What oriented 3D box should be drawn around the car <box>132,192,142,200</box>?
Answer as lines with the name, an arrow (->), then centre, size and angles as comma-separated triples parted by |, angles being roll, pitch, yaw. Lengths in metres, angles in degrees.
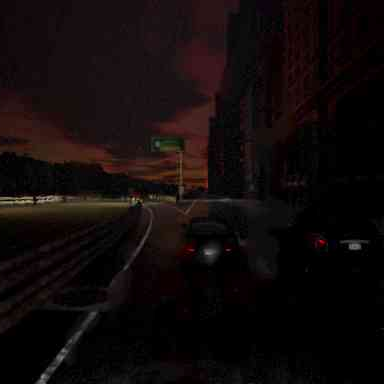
car -> -13.701, 1.060, 82.887 | 2.150, 2.045, 5.566 | 0, 0, -14

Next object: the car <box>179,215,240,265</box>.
car -> 0.567, 1.534, 11.575 | 1.812, 1.442, 4.674 | 0, 0, 2

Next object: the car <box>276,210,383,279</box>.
car -> 4.027, 1.357, 10.212 | 2.097, 1.767, 4.553 | 0, 0, 2
